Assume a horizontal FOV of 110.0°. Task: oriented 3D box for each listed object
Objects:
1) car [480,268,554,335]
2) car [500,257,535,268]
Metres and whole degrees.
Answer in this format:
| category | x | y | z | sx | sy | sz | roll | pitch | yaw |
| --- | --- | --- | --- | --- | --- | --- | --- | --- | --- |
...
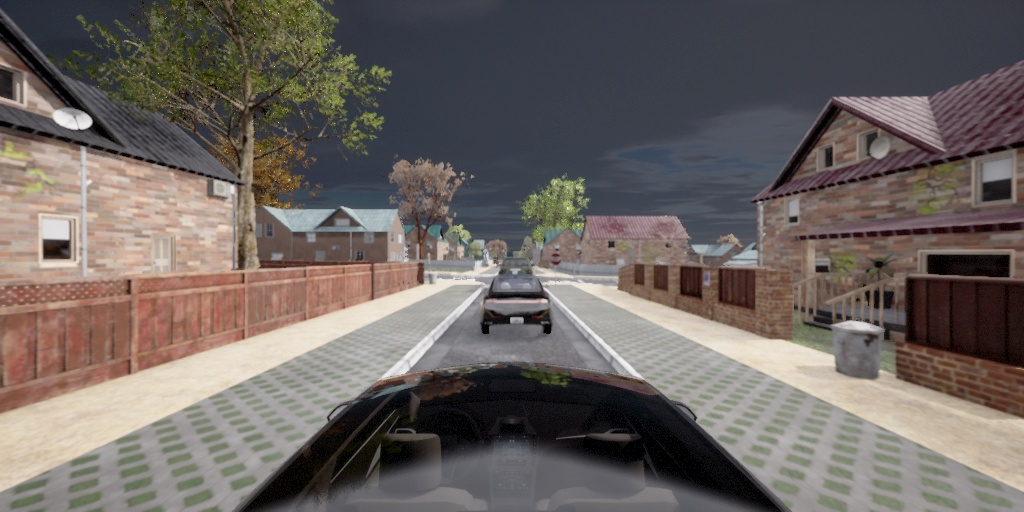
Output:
| category | x | y | z | sx | sy | sz | roll | pitch | yaw |
| --- | --- | --- | --- | --- | --- | --- | --- | --- | --- |
| car | 0.118 | 1.287 | 10.698 | 2.128 | 1.511 | 4.902 | 0 | 0 | 0 |
| car | 0.335 | 1.093 | 24.119 | 2.150 | 2.045 | 5.566 | 0 | 0 | 3 |
